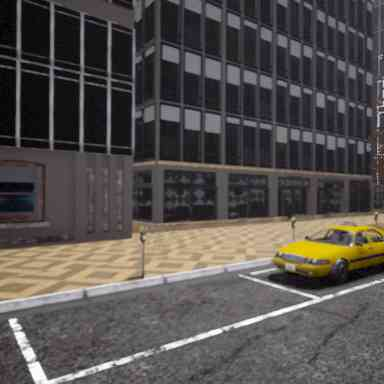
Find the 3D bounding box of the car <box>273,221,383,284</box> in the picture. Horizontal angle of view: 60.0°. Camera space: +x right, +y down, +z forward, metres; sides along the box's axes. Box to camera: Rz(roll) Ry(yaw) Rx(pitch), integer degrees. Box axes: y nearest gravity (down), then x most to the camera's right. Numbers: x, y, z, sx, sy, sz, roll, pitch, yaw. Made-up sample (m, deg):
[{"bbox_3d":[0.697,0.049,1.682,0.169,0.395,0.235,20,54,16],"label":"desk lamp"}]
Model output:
[{"bbox_3d":[4.419,1.566,9.700,4.829,1.417,1.752,0,0,-35],"label":"car"}]
